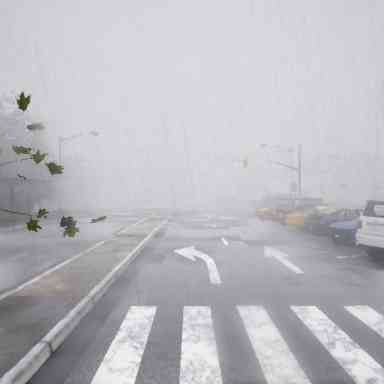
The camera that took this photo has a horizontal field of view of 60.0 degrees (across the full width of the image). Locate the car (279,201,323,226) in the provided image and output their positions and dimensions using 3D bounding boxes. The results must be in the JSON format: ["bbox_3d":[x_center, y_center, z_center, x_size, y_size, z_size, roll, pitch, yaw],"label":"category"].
[{"bbox_3d":[8.244,1.534,20.010,5.366,1.575,1.946,1,-1,-20],"label":"car"}]

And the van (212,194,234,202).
[{"bbox_3d":[7.965,1.541,81.136,4.442,1.987,1.878,1,-1,-20],"label":"van"}]

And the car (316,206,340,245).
[{"bbox_3d":[8.076,1.510,13.978,5.008,1.535,2.097,1,0,-20],"label":"car"}]

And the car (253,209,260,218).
[{"bbox_3d":[7.898,1.571,28.826,5.366,1.575,1.946,1,0,-20],"label":"car"}]

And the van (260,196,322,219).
[{"bbox_3d":[7.964,1.335,25.868,4.442,1.987,1.878,1,0,-20],"label":"van"}]

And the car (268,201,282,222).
[{"bbox_3d":[8.096,1.578,22.940,4.792,1.488,2.163,1,-1,-20],"label":"car"}]

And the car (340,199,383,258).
[{"bbox_3d":[8.099,1.250,11.014,5.566,2.045,2.435,1,0,-20],"label":"car"}]

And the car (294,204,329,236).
[{"bbox_3d":[8.064,1.523,16.963,4.892,1.521,2.231,1,-1,-20],"label":"car"}]
